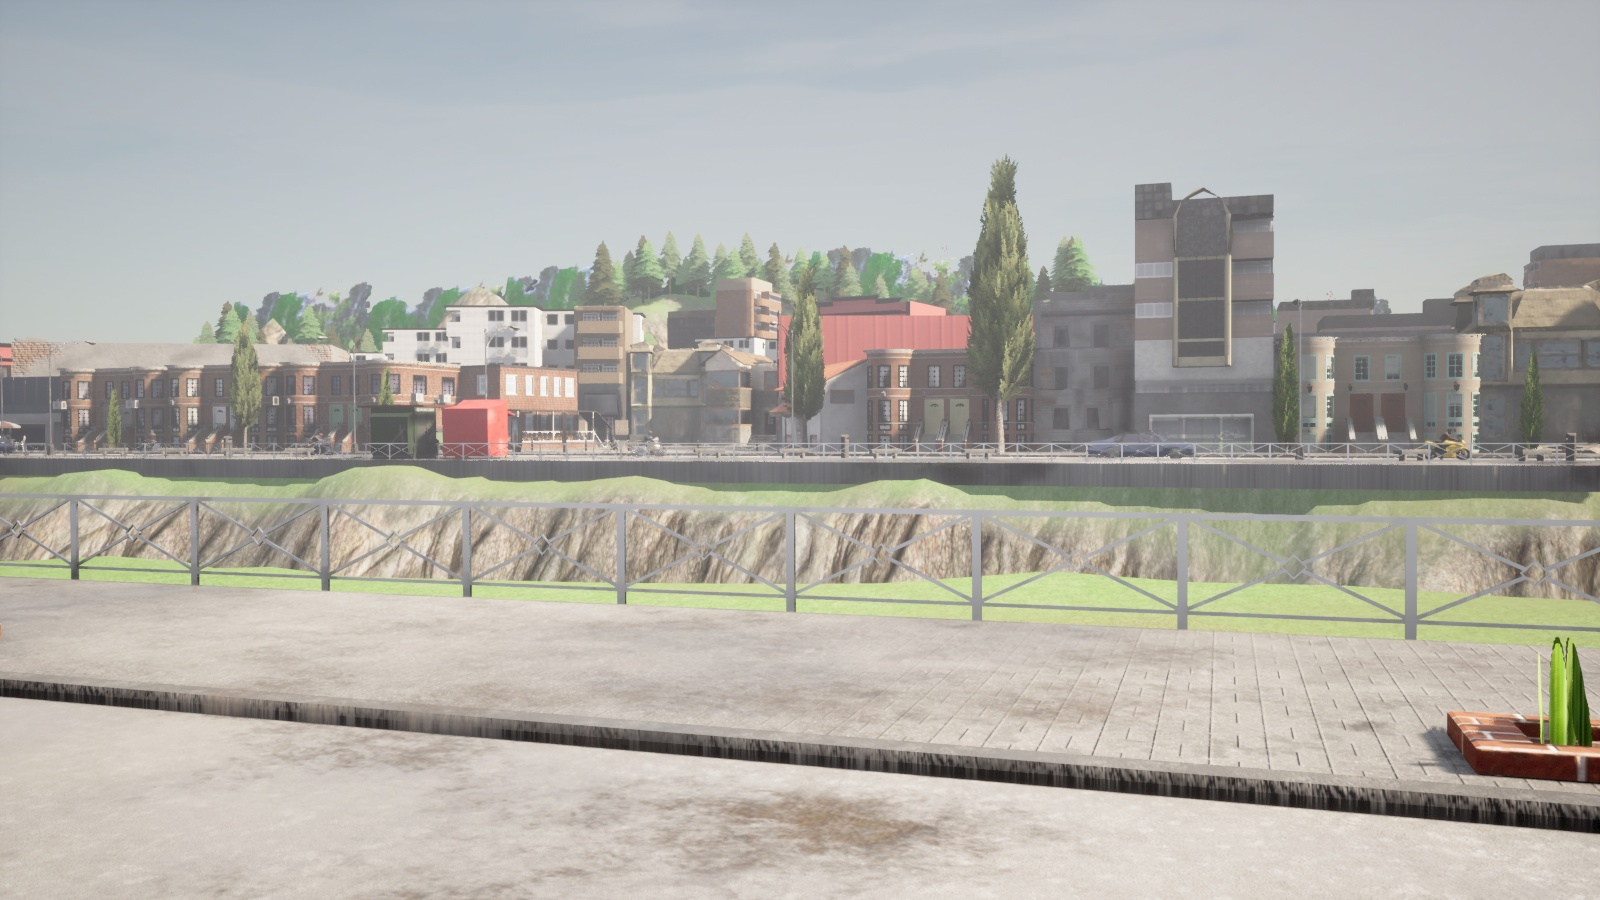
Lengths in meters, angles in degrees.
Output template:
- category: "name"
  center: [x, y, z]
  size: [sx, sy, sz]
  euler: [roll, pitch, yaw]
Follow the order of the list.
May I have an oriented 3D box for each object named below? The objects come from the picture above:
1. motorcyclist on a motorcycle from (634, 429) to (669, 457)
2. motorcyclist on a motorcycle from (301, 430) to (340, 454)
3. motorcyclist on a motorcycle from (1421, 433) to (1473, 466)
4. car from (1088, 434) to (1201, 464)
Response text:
- category: "motorcyclist on a motorcycle"
  center: [-8.486, -0.399, 71.673]
  size: [1.817, 1.590, 0.866]
  euler: [1, 1, 19]
- category: "motorcyclist on a motorcycle"
  center: [-30.143, -0.516, 78.950]
  size: [2.191, 1.530, 0.866]
  euler: [1, 1, 19]
- category: "motorcyclist on a motorcycle"
  center: [30.217, -0.017, 58.671]
  size: [2.044, 1.523, 0.797]
  euler: [0, 1, 19]
- category: "car"
  center: [17.292, -0.070, 63.014]
  size: [5.357, 1.411, 2.033]
  euler: [1, 1, 19]
